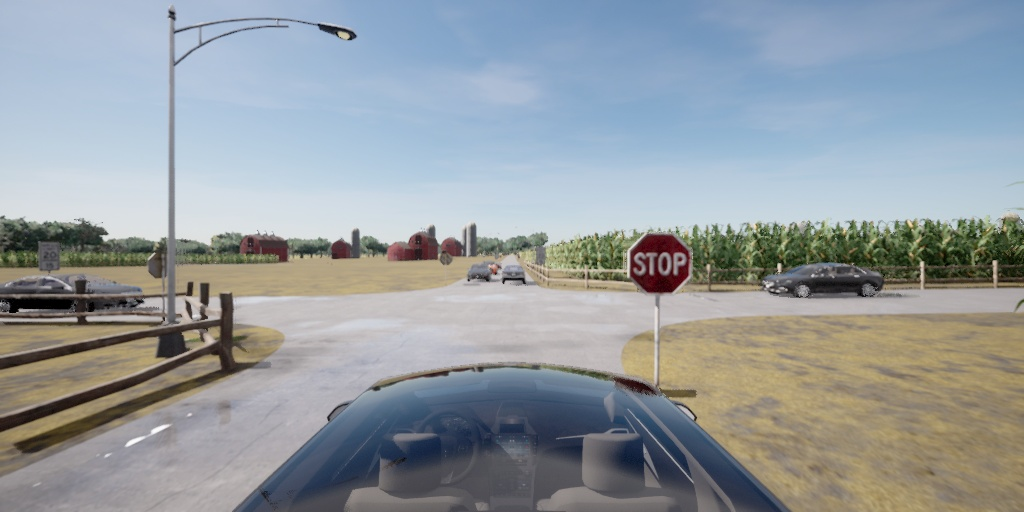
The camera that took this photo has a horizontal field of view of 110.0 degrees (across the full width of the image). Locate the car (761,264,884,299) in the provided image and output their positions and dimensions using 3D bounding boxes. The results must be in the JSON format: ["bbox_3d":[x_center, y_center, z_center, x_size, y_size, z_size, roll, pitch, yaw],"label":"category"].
[{"bbox_3d":[14.439,1.131,16.834,4.892,1.490,1.837,-1,1,0],"label":"car"}]

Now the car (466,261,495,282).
[{"bbox_3d":[-2.805,1.425,31.306,1.837,1.490,4.892,0,0,0],"label":"car"}]

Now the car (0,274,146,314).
[{"bbox_3d":[-17.425,1.465,14.119,4.902,1.511,2.128,0,1,0],"label":"car"}]

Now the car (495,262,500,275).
[{"bbox_3d":[-2.785,1.327,41.937,2.097,1.767,4.553,0,-1,0],"label":"car"}]

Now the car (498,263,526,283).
[{"bbox_3d":[0.136,1.458,29.477,2.033,1.411,5.357,0,0,0],"label":"car"}]
